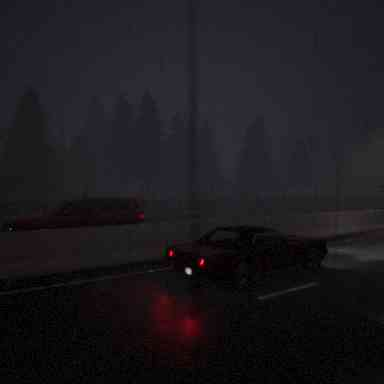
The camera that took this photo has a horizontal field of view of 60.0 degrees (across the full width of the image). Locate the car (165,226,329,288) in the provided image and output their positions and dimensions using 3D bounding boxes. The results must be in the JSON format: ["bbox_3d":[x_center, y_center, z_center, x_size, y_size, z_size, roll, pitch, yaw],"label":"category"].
[{"bbox_3d":[1.720,1.608,9.272,4.718,1.301,1.895,0,0,-36],"label":"car"}]

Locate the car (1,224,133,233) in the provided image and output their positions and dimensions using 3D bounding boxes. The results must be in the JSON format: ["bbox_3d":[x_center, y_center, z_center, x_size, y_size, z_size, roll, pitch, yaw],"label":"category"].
[{"bbox_3d":[-4.588,1.225,13.517,5.566,2.045,2.150,0,0,-35],"label":"car"}]
